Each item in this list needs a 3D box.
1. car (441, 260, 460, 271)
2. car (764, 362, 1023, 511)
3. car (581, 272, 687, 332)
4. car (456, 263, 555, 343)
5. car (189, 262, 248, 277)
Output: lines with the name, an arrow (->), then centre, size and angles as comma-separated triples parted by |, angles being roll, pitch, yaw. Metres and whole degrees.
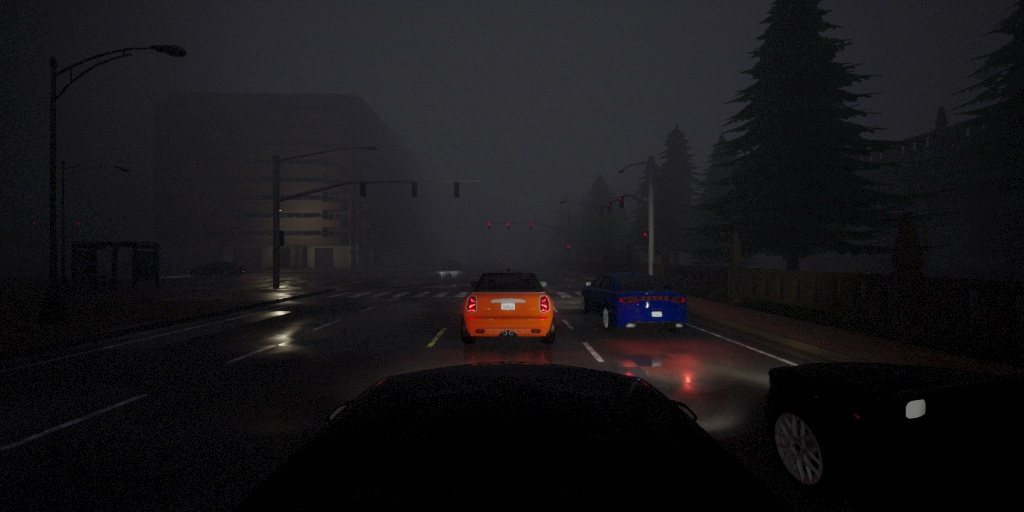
car -> -8.156, 1.257, 48.693 | 1.837, 1.490, 4.892 | 1, 0, 6
car -> 3.288, 1.228, 1.431 | 1.882, 1.535, 5.008 | 0, 0, 3
car -> 3.418, 1.228, 10.957 | 1.882, 1.535, 5.008 | 0, 0, 0
car -> -0.081, 1.102, 9.813 | 2.097, 1.767, 4.553 | 0, 0, 0
car -> -29.115, 1.310, 35.615 | 4.892, 1.490, 1.837 | 0, 0, -1
